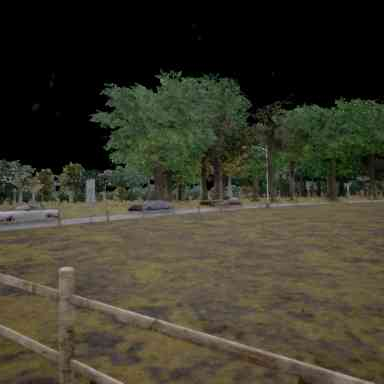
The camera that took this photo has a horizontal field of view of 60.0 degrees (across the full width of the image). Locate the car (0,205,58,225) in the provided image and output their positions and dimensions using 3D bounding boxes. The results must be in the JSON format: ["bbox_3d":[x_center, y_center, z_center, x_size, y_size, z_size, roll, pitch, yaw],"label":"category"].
[{"bbox_3d":[-12.154,1.606,24.183,1.895,1.301,4.718,-2,-1,36],"label":"car"}]

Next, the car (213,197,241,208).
[{"bbox_3d":[4.817,1.360,44.485,4.674,1.442,1.812,-1,-1,-42],"label":"car"}]

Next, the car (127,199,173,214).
[{"bbox_3d":[-4.206,1.482,34.772,2.033,1.411,5.357,-2,-1,39],"label":"car"}]
